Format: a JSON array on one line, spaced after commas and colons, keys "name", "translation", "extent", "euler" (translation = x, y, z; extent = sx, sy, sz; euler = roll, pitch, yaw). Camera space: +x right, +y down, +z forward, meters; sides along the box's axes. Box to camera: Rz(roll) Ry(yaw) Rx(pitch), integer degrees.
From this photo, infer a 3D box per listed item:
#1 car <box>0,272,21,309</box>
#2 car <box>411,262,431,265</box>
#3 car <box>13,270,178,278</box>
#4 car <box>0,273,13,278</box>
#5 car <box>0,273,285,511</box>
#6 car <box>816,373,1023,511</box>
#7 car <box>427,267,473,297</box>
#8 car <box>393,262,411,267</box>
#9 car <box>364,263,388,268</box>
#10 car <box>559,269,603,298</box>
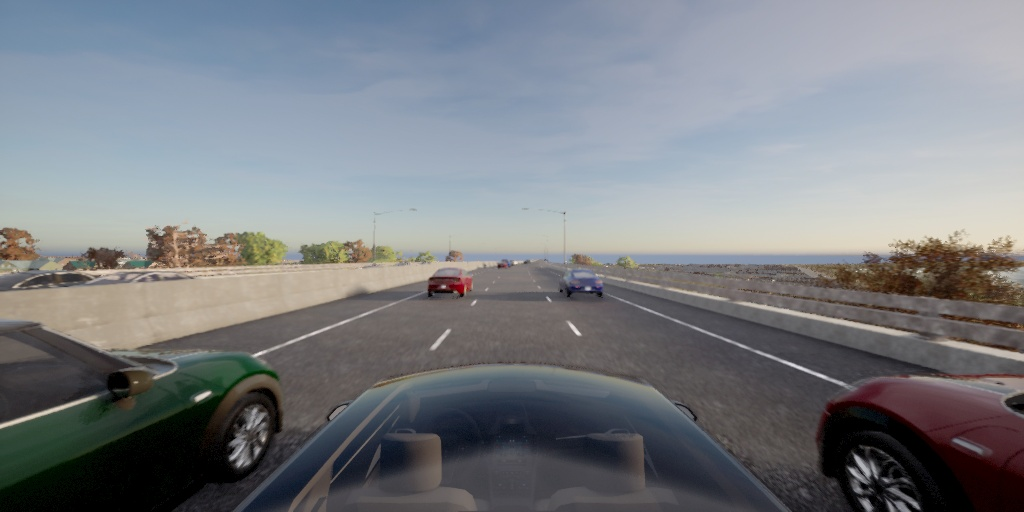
[{"name": "car", "translation": [-21.074, 1.343, 11.941], "extent": [2.033, 1.411, 5.357], "euler": [0, 0, 0]}, {"name": "car", "translation": [-13.268, 1.667, 54.956], "extent": [2.128, 1.511, 4.902], "euler": [0, -1, 2]}, {"name": "car", "translation": [-14.060, 1.309, 13.384], "extent": [2.128, 1.511, 4.902], "euler": [0, 0, 0]}, {"name": "car", "translation": [-17.562, 1.315, 13.107], "extent": [1.837, 1.490, 4.892], "euler": [0, 0, 0]}, {"name": "car", "translation": [-3.392, 1.099, 1.843], "extent": [2.097, 1.767, 4.553], "euler": [0, 0, 0]}, {"name": "car", "translation": [3.610, 1.103, 1.116], "extent": [2.097, 1.767, 4.553], "euler": [0, 0, 0]}, {"name": "car", "translation": [-3.314, 1.363, 19.944], "extent": [1.882, 1.535, 5.008], "euler": [0, 0, 1]}, {"name": "car", "translation": [-16.762, 1.662, 55.060], "extent": [2.128, 1.511, 4.902], "euler": [0, -1, 2]}, {"name": "car", "translation": [-20.307, 1.749, 53.486], "extent": [1.895, 1.301, 4.718], "euler": [0, -1, 2]}, {"name": "car", "translation": [3.683, 1.419, 19.589], "extent": [1.812, 1.442, 4.674], "euler": [0, 0, 1]}]
